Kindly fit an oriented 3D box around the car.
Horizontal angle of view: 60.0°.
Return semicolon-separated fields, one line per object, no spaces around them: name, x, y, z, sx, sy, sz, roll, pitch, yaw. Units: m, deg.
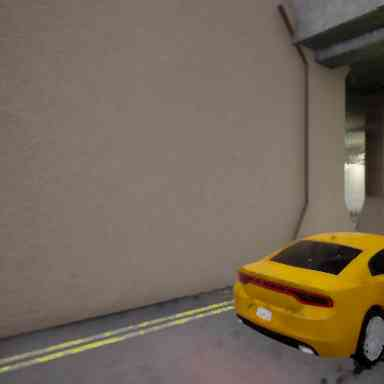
car;2.976;1.464;5.870;5.008;1.535;1.882;0;0;-35
